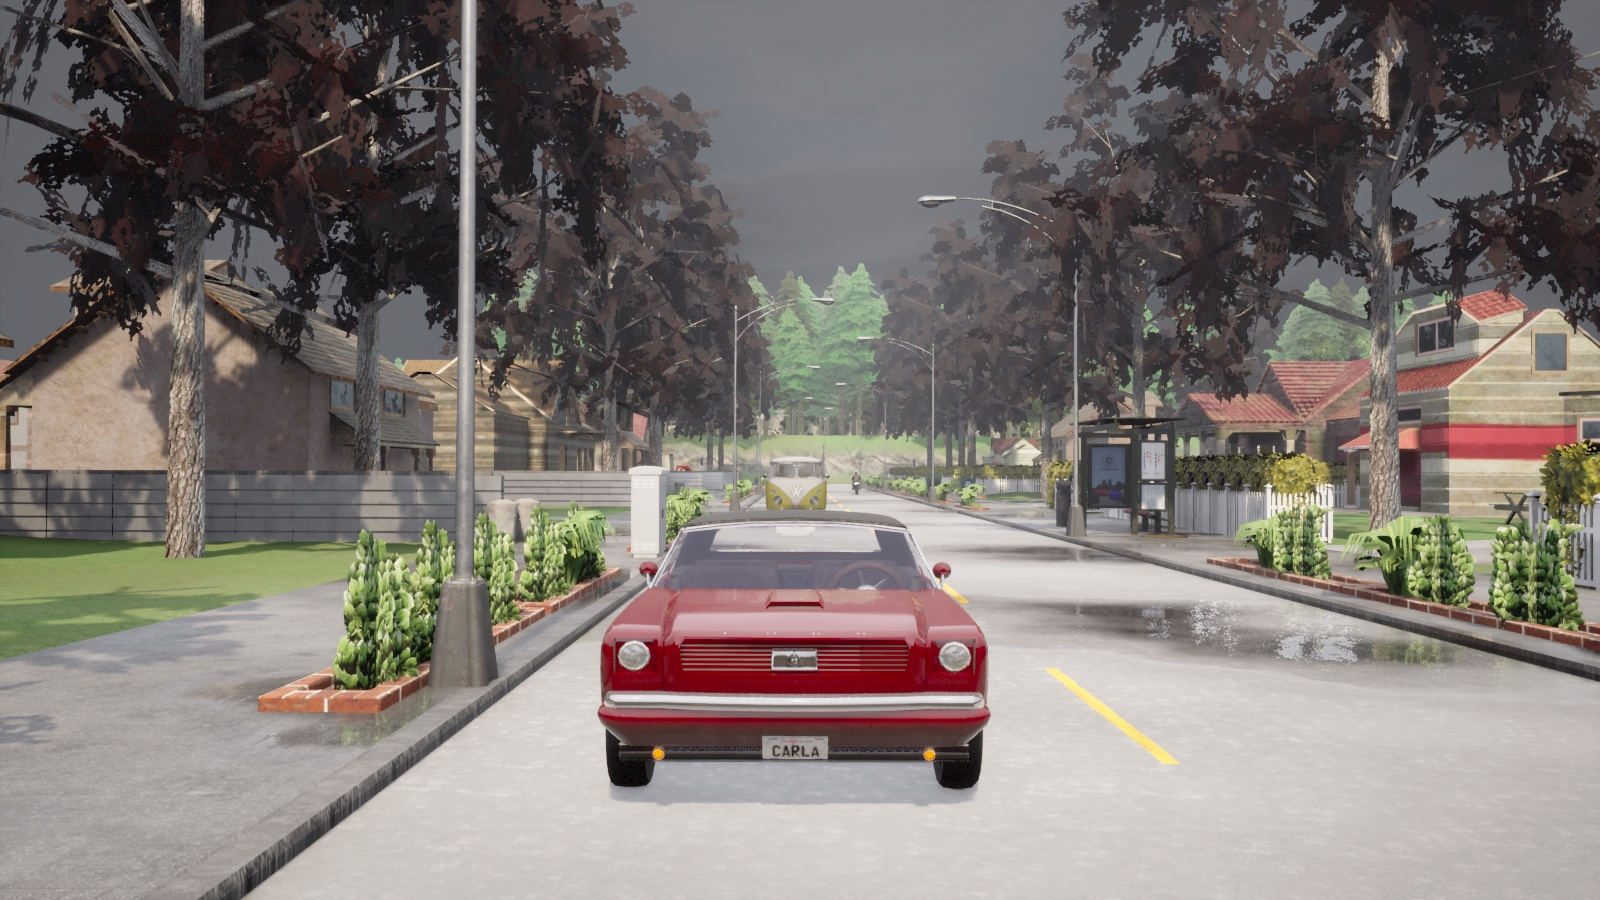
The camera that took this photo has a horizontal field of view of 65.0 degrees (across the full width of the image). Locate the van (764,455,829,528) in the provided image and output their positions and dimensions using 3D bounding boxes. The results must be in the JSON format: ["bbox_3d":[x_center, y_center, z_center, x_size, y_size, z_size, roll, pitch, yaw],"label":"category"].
[{"bbox_3d":[-0.101,1.185,36.856,1.775,1.987,4.442,0,-1,0],"label":"van"}]

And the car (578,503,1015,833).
[{"bbox_3d":[-0.021,1.046,7.809,1.895,1.301,4.718,0,-1,0],"label":"car"}]
